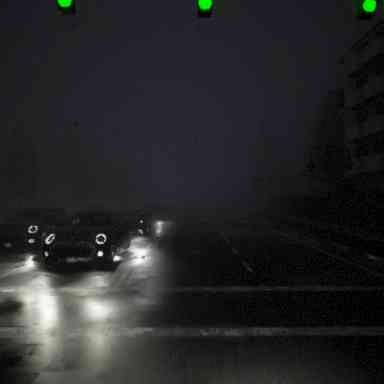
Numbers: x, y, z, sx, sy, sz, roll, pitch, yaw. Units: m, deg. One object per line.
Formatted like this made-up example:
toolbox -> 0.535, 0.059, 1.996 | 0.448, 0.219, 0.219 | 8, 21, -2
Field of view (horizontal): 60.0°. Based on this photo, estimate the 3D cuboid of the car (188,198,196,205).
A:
car -> -0.019, 2.132, 76.561 | 1.812, 1.442, 4.674 | 0, -1, 0

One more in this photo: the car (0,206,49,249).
car -> -7.102, 1.491, 15.087 | 2.097, 1.767, 4.553 | 0, -1, 0

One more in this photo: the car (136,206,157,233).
car -> -3.600, 1.795, 21.175 | 1.895, 1.301, 4.718 | 0, -1, 0

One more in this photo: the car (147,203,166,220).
car -> -3.571, 1.814, 31.486 | 1.812, 1.442, 4.674 | 0, 0, 0

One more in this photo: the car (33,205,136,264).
car -> -3.602, 1.464, 12.186 | 2.097, 1.767, 4.553 | 0, -1, 0

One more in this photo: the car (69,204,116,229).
car -> -7.097, 1.700, 24.308 | 1.882, 1.535, 5.008 | 0, -1, 0
